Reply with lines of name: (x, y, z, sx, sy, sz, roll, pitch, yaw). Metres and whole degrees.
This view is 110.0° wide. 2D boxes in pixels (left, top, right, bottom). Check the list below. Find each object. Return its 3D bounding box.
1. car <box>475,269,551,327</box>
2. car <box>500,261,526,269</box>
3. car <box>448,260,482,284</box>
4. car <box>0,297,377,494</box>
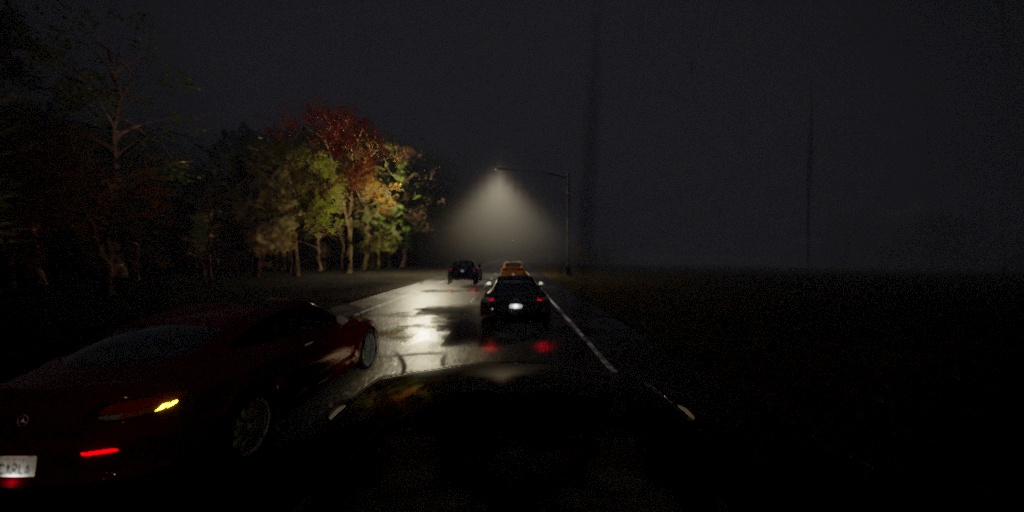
car: (0.095, 1.293, 11.478, 1.994, 1.385, 4.181, 0, 0, 0)
car: (0.093, 1.166, 28.585, 1.882, 1.535, 5.008, 0, 0, 0)
car: (-3.407, 1.045, 26.685, 2.097, 1.767, 4.553, 0, 0, 0)
car: (-3.405, 1.269, 4.759, 1.812, 1.442, 4.674, 0, 0, 0)
